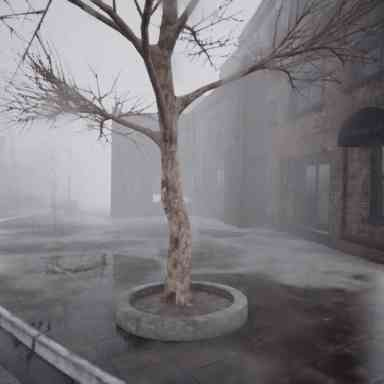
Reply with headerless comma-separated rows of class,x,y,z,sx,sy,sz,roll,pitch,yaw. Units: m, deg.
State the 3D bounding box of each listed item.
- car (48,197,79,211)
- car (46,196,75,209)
car,-16.915,1.734,44.386,1.812,1.442,4.674,1,0,8
car,-19.813,1.546,50.339,2.097,1.767,4.553,1,0,8
